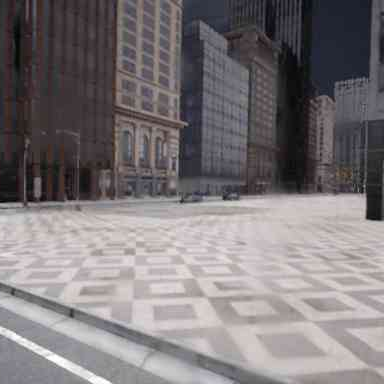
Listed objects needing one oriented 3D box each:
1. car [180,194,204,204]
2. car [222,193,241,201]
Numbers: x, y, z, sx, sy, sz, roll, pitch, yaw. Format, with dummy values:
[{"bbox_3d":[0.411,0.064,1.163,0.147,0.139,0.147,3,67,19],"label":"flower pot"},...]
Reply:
[{"bbox_3d":[0.053,1.054,51.017,1.994,1.385,4.181,2,2,36],"label":"car"},{"bbox_3d":[7.307,0.939,61.306,1.837,1.490,4.892,2,2,35],"label":"car"}]
